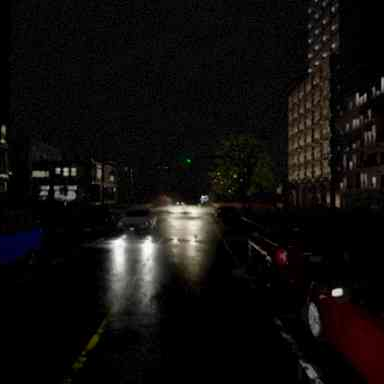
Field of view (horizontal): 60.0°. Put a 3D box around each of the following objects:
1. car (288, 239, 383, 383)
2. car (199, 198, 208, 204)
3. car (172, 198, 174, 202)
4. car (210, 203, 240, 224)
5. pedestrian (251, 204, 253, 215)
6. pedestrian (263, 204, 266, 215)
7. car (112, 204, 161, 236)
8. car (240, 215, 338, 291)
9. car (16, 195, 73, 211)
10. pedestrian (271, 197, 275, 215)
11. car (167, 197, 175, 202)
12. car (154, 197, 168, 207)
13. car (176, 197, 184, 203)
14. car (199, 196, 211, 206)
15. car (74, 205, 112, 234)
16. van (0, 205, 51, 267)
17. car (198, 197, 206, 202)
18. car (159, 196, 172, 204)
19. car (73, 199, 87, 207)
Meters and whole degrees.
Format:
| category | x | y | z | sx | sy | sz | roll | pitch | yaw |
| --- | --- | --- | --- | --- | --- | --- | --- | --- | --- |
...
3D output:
| category | x | y | z | sx | sy | sz | roll | pitch | yaw |
| --- | --- | --- | --- | --- | --- | --- | --- | --- | --- |
| car | 2.694 | 1.568 | 3.645 | 1.887 | 1.381 | 4.507 | 0 | 0 | 0 |
| car | 2.691 | 2.047 | 80.483 | 2.008 | 1.369 | 4.403 | 0 | 0 | 0 |
| car | -5.689 | 2.012 | 74.930 | 2.008 | 1.369 | 4.403 | 0 | 0 | 0 |
| car | 2.693 | 1.725 | 25.802 | 1.947 | 1.339 | 4.313 | 0 | 0 | 0 |
| pedestrian | 6.135 | 1.731 | 33.972 | 0.500 | 1.100 | 0.500 | 0 | -1 | 0 |
| pedestrian | 7.135 | 1.732 | 32.772 | 0.500 | 1.100 | 0.500 | 0 | -1 | 0 |
| car | -3.087 | 1.646 | 19.443 | 1.812 | 1.442 | 4.674 | 0 | 0 | 0 |
| car | 2.694 | 1.497 | 9.185 | 1.967 | 1.590 | 4.097 | 0 | 0 | 0 |
| car | -17.149 | 1.338 | 38.907 | 5.009 | 1.841 | 2.192 | 1 | -1 | -1 |
| pedestrian | 8.135 | 1.373 | 33.376 | 0.375 | 1.860 | 0.375 | 0 | -1 | 0 |
| car | -5.690 | 2.089 | 91.413 | 1.752 | 1.417 | 4.829 | 0 | 0 | 0 |
| car | -5.689 | 1.940 | 58.276 | 1.802 | 1.307 | 4.206 | 0 | 0 | 0 |
| car | -3.003 | 2.079 | 85.334 | 1.994 | 1.385 | 4.181 | 0 | 0 | 0 |
| car | 2.691 | 1.919 | 64.000 | 1.752 | 1.417 | 4.829 | 0 | 0 | 0 |
| car | -5.687 | 1.691 | 20.262 | 1.947 | 1.339 | 4.313 | 0 | 0 | 0 |
| van | -5.685 | 1.398 | 9.185 | 1.690 | 1.788 | 3.998 | 0 | 0 | 0 |
| car | 2.691 | 2.131 | 91.585 | 1.947 | 1.339 | 4.313 | 0 | 0 | 0 |
| car | -5.688 | 1.708 | 63.829 | 2.192 | 1.841 | 5.009 | 0 | 0 | 0 |
| car | -17.270 | 1.660 | 47.281 | 4.507 | 1.381 | 1.887 | 1 | -1 | -1 |
